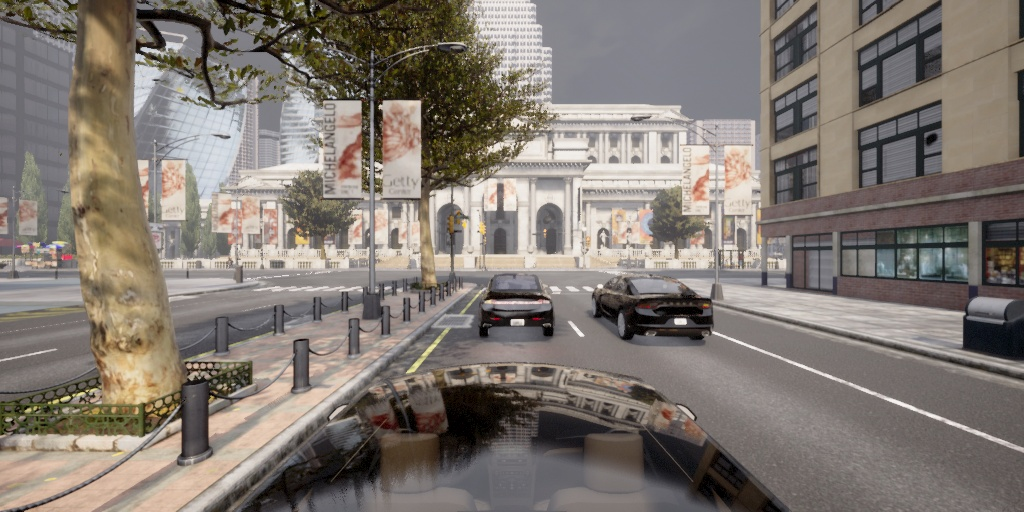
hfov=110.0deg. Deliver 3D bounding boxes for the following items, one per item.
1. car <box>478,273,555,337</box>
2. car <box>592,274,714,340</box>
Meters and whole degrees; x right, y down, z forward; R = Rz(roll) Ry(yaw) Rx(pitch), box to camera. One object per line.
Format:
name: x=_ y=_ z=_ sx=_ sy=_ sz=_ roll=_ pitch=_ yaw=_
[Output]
car: x=0.080 y=1.241 z=10.286 sx=2.128 sy=1.511 sz=4.902 roll=0 pitch=0 yaw=-1
car: x=3.564 y=1.227 z=10.019 sx=1.882 sy=1.535 sz=5.008 roll=0 pitch=0 yaw=0
